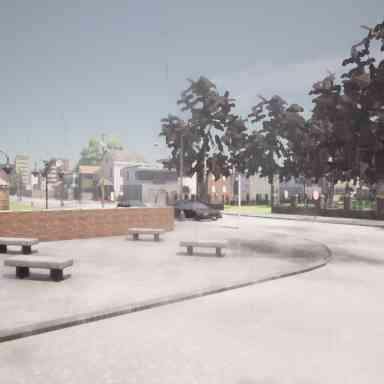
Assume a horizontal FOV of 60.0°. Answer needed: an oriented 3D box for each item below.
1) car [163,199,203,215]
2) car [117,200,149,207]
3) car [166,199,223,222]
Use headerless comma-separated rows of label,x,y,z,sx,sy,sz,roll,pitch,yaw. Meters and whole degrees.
car,-1.066,1.504,35.662,1.837,1.490,4.892,0,0,-36
car,-6.463,1.548,36.076,2.033,1.411,5.357,0,0,-35
car,0.141,1.548,26.758,2.033,1.411,5.357,0,0,-35
